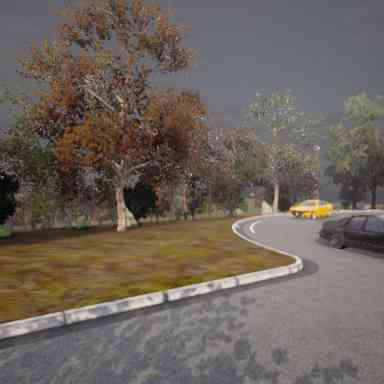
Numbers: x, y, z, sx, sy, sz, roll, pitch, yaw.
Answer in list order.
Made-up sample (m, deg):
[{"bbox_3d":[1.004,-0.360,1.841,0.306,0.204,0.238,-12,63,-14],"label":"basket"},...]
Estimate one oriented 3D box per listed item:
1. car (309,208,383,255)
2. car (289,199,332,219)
[{"bbox_3d":[6.779,1.510,11.722,2.033,1.411,5.357,0,0,-16],"label":"car"},{"bbox_3d":[9.878,1.403,27.529,1.882,1.535,5.008,-1,0,44],"label":"car"}]
